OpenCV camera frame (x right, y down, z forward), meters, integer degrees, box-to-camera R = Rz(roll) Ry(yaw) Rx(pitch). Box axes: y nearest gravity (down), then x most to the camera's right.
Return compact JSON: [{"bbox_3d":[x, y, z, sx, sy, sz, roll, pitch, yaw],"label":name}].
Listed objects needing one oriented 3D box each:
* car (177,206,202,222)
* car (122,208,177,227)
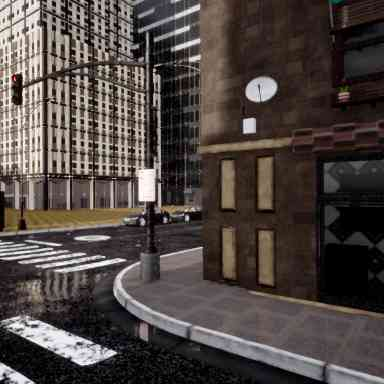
[{"bbox_3d":[-0.296,1.975,30.465,2.008,1.369,4.403,-2,-2,35],"label":"car"},{"bbox_3d":[-3.500,1.894,25.909,2.008,1.369,4.403,-2,-2,35],"label":"car"}]
